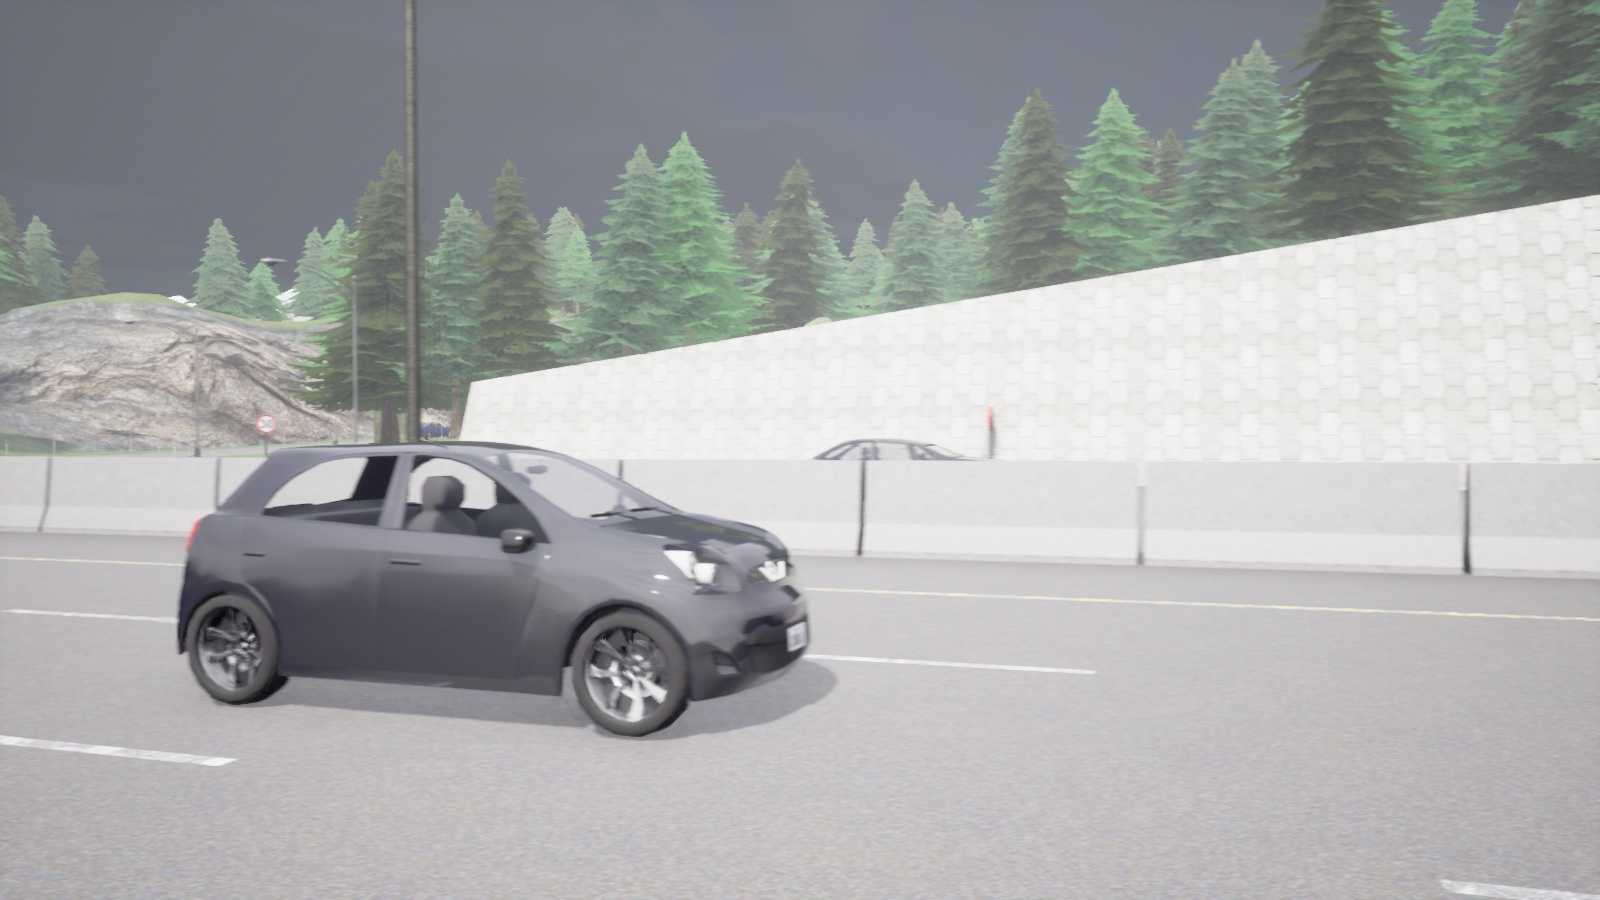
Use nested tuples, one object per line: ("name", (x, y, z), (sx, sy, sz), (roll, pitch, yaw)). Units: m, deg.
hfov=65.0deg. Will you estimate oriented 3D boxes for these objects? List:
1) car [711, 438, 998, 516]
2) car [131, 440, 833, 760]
("car", (1.096, 0.478, 24.980), (5.357, 1.411, 2.033), (1, 1, 19))
("car", (-1.816, 0.713, 7.496), (3.633, 1.501, 1.845), (1, 1, 19))
